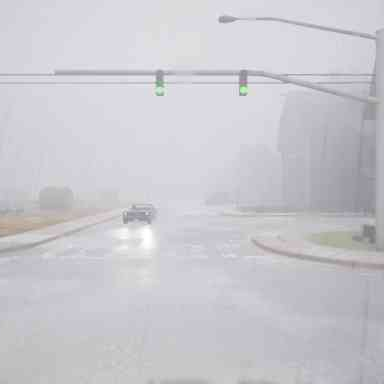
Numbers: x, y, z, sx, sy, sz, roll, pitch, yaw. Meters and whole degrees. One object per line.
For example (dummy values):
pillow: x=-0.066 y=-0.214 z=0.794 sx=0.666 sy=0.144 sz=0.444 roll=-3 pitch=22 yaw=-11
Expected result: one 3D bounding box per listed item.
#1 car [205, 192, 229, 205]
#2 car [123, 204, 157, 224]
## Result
car: x=3.932 y=0.991 z=52.666 sx=1.905 sy=1.878 sz=3.866 roll=-8 pitch=4 yaw=-42
car: x=-3.685 y=1.522 z=24.048 sx=1.895 sy=1.301 sz=4.718 roll=0 pitch=0 yaw=0
